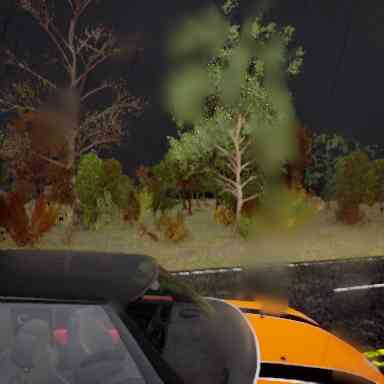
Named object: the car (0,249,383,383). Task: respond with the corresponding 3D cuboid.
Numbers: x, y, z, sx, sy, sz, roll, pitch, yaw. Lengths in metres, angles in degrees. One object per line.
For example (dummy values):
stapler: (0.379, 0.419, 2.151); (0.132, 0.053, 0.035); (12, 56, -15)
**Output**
car: (-0.701, 1.299, 2.498); (4.553, 1.767, 2.097); (1, 1, 0)
